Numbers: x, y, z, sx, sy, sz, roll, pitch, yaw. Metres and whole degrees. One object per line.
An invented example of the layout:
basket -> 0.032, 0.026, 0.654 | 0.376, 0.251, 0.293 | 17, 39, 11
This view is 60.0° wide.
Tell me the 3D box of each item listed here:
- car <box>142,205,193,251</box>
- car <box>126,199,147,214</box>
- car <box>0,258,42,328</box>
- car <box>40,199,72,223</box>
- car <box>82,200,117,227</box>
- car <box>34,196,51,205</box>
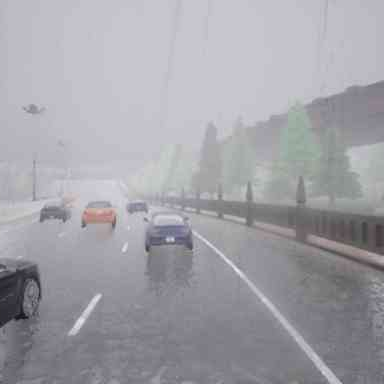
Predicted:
car -> -1.081, 1.510, 14.087 | 1.812, 1.442, 4.674 | 0, 0, -8
car -> -5.924, 1.454, 35.571 | 1.882, 1.535, 5.008 | 0, 0, -15
car -> -3.683, 1.502, 4.386 | 2.128, 1.511, 4.902 | 0, 0, -3
car -> -10.658, 1.519, 26.219 | 1.837, 1.490, 4.892 | 0, 0, -14
car -> -6.242, 1.348, 22.754 | 2.097, 1.767, 4.553 | 0, 0, -12
car -> -28.192, 1.563, 62.753 | 2.128, 1.511, 4.902 | 0, 0, -16
